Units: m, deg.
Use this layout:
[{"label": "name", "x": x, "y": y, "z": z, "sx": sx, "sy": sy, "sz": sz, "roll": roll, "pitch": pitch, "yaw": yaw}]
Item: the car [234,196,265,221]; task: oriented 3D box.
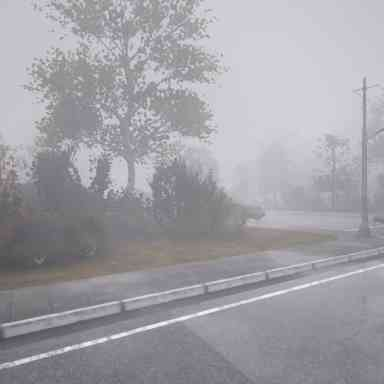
[{"label": "car", "x": 3.569, "y": 1.371, "z": 28.392, "sx": 2.150, "sy": 2.045, "sz": 5.566, "roll": 0, "pitch": -1, "yaw": -40}]

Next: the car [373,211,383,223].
[{"label": "car", "x": 14.611, "y": 1.570, "z": 21.076, "sx": 5.357, "sy": 1.411, "sz": 2.033, "roll": 0, "pitch": 0, "yaw": 42}]

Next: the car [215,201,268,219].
[{"label": "car", "x": 4.741, "y": 1.663, "z": 32.380, "sx": 1.882, "sy": 1.535, "sz": 5.008, "roll": 0, "pitch": -1, "yaw": -41}]
